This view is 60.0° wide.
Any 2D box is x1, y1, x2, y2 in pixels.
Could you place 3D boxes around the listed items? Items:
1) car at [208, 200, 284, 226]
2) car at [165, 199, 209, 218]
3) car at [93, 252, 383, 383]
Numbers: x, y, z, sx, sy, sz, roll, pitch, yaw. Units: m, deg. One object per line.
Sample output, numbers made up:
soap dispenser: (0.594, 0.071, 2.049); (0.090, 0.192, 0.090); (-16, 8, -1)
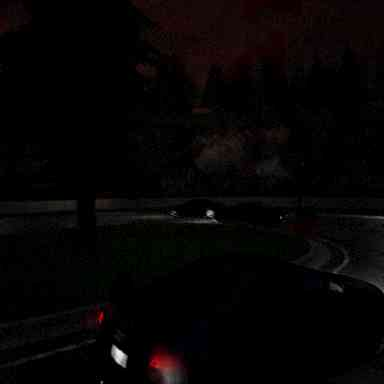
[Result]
car: (3.657, 1.364, 21.788); (4.674, 1.442, 1.812); (0, 0, 40)
car: (0.264, 1.314, 26.990); (5.008, 1.535, 1.882); (0, 0, 14)
car: (0.887, 1.530, 4.426); (4.181, 1.385, 1.994); (-1, 0, -37)
